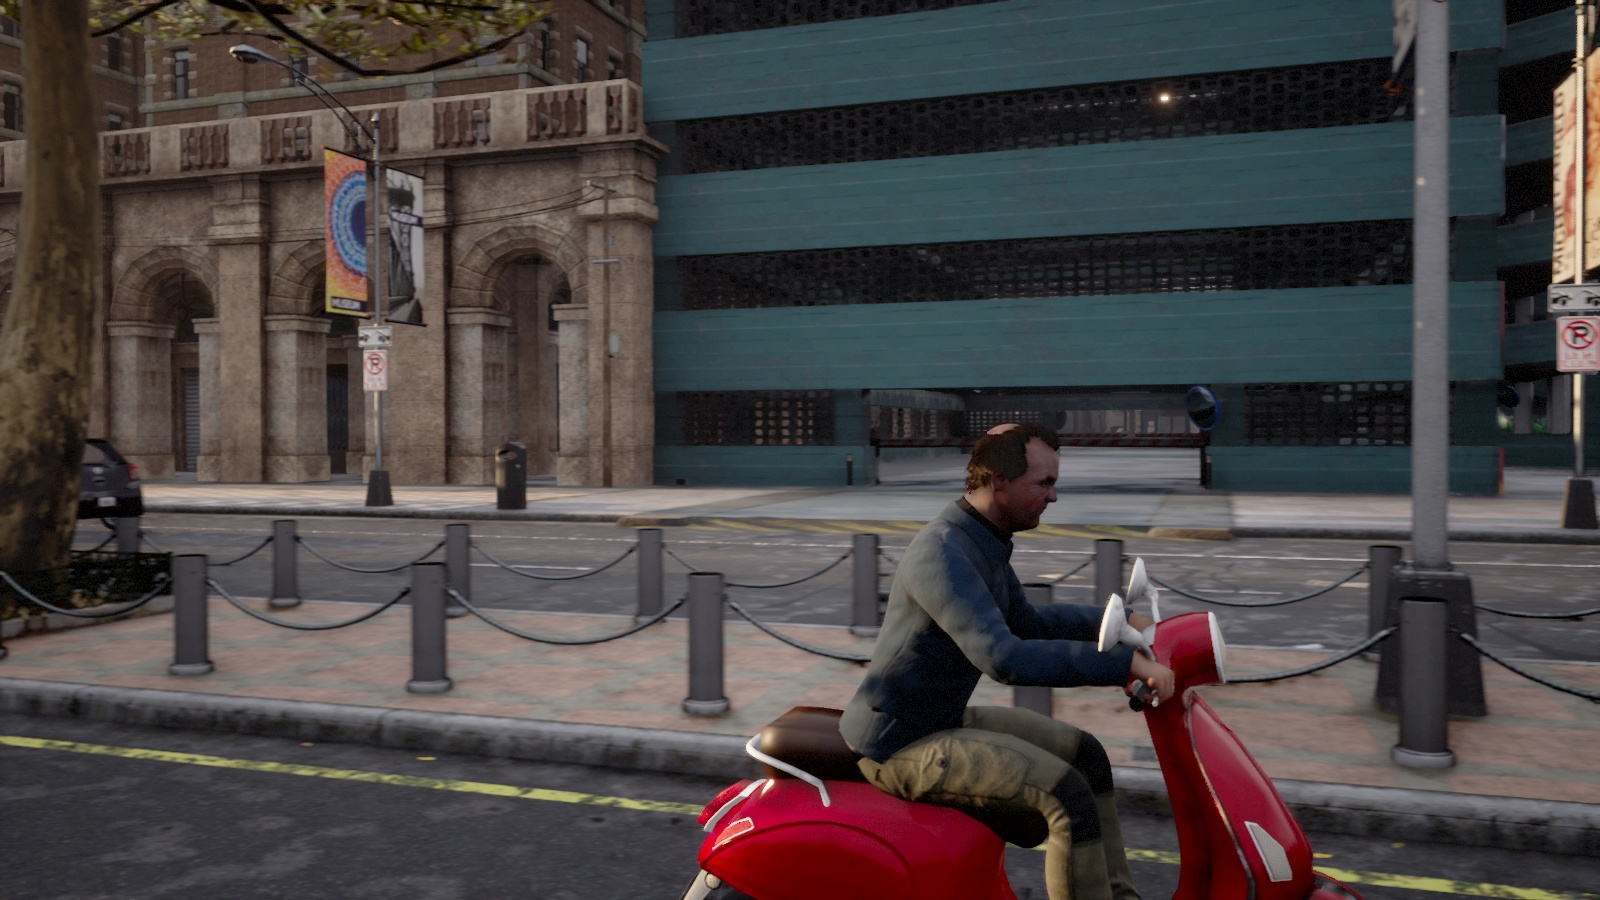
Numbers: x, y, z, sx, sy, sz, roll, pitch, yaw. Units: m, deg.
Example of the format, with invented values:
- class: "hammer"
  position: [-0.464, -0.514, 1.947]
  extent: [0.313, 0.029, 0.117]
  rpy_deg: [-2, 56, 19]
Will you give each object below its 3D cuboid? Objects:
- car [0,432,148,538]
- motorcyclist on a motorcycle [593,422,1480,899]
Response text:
- class: "car"
  position: [-12.270, 0.481, 19.457]
  extent: [3.633, 1.501, 1.845]
  rpy_deg: [1, 1, 19]
- class: "motorcyclist on a motorcycle"
  position: [0.522, 0.733, 3.017]
  extent: [1.817, 1.590, 0.866]
  rpy_deg: [1, 1, 19]
